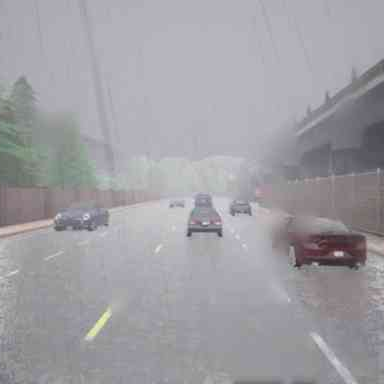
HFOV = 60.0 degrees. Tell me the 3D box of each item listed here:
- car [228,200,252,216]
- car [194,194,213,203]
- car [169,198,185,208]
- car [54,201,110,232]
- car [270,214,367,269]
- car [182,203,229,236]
[{"bbox_3d":[4.615,1.501,32.427,2.128,1.511,4.902,0,0,2],"label":"car"},{"bbox_3d":[1.386,1.227,41.264,2.150,2.045,5.566,0,0,2],"label":"car"},{"bbox_3d":[-2.041,1.548,46.993,1.812,1.442,4.674,0,0,2],"label":"car"},{"bbox_3d":[-6.468,1.345,19.999,2.097,1.767,4.553,0,0,2],"label":"car"},{"bbox_3d":[3.960,1.485,11.268,1.882,1.535,5.008,0,0,2],"label":"car"},{"bbox_3d":[0.676,1.550,18.433,2.033,1.411,5.357,0,0,2],"label":"car"}]
